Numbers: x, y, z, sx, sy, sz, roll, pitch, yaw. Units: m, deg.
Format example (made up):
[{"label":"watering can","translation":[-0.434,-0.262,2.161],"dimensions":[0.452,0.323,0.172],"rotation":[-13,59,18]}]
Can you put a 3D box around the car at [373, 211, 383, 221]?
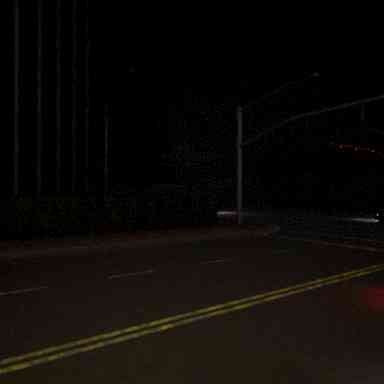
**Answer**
[{"label":"car","translation":[15.148,1.599,23.280],"dimensions":[2.033,1.411,5.357],"rotation":[0,0,-6]}]

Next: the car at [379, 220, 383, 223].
[{"label":"car","translation":[7.076,1.536,8.870],"dimensions":[4.892,1.490,1.837],"rotation":[1,0,-37]}]

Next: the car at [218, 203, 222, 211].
[{"label":"car","translation":[1.477,1.521,39.235],"dimensions":[1.837,1.490,4.892],"rotation":[0,0,-35]}]
